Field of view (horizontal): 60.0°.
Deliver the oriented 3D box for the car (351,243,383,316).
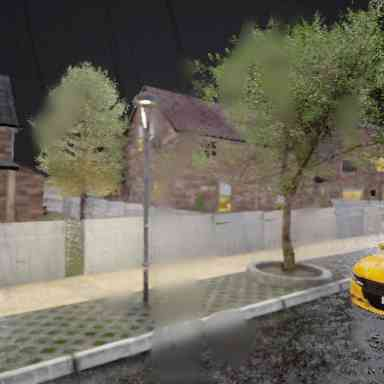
[{"bbox_3d":[5.210,1.501,6.783,5.008,1.535,1.882,0,0,-35],"label":"car"}]
